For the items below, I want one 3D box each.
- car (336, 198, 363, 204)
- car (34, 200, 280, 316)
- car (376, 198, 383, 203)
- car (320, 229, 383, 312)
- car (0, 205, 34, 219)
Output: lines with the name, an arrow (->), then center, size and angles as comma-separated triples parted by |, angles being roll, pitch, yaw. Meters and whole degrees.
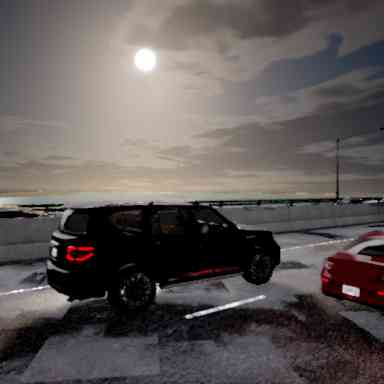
car -> 20.998, 1.456, 44.315 | 4.181, 1.385, 1.994 | 0, 0, -35
car -> -0.385, 1.211, 7.762 | 5.566, 2.045, 2.150 | 0, 0, -35
car -> 25.857, 1.389, 43.401 | 4.892, 1.490, 1.837 | 0, 0, -34
car -> 4.584, 1.506, 6.993 | 4.674, 1.442, 1.812 | 0, 0, -35
car -> -8.594, 1.520, 15.051 | 4.674, 1.442, 1.812 | 0, 0, -35
